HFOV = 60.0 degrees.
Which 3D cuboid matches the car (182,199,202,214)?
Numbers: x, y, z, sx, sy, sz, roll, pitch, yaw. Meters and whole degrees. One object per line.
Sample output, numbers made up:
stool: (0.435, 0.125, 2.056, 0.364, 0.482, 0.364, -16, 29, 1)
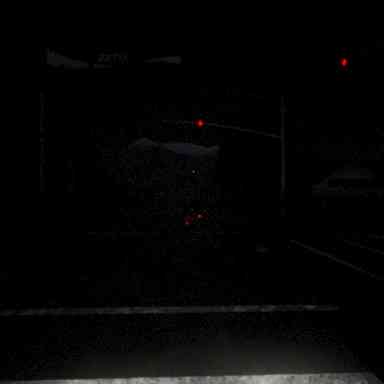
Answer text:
car: (0.036, 1.511, 35.083, 2.128, 1.511, 4.902, 0, 0, 0)
